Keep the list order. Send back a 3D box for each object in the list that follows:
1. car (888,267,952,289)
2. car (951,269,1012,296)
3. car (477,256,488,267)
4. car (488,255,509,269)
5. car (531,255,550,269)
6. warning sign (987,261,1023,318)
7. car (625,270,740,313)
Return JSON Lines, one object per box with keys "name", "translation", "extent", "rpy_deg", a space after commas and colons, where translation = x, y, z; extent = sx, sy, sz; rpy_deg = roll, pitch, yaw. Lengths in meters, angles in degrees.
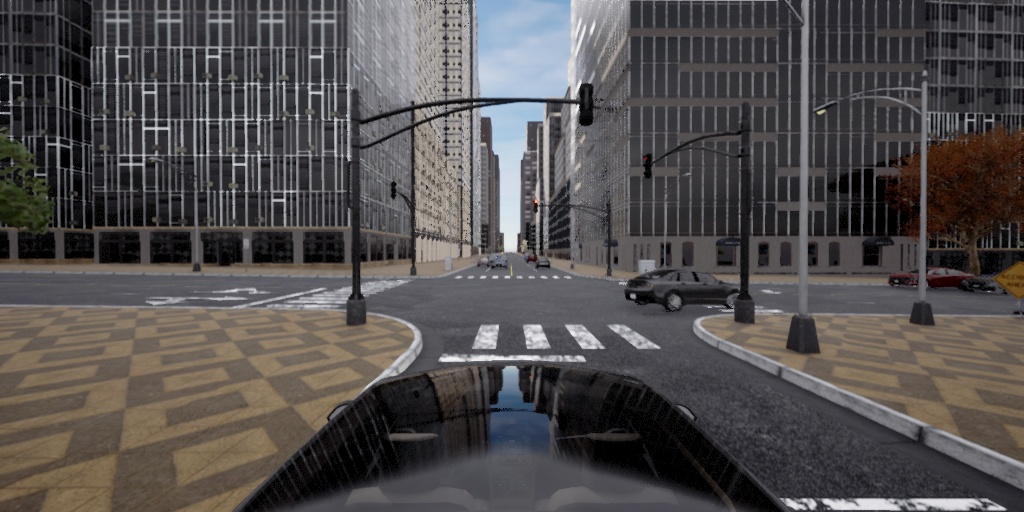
{"name": "car", "translation": [29.720, 1.558, 25.496], "extent": [5.008, 1.535, 1.882], "rpy_deg": [1, 1, -3]}
{"name": "car", "translation": [30.728, 1.694, 22.290], "extent": [4.181, 1.385, 1.994], "rpy_deg": [1, 1, -3]}
{"name": "car", "translation": [-4.053, 0.866, 51.485], "extent": [1.802, 1.307, 4.207], "rpy_deg": [0, 0, 0]}
{"name": "car", "translation": [-1.541, 0.925, 43.826], "extent": [1.994, 1.385, 4.181], "rpy_deg": [0, 1, 0]}
{"name": "car", "translation": [3.903, 0.905, 45.997], "extent": [1.948, 1.339, 4.313], "rpy_deg": [0, 0, 0]}
{"name": "warning sign", "translation": [17.269, 1.104, 12.204], "extent": [1.060, 1.860, 1.300], "rpy_deg": [0, 0, -3]}
{"name": "car", "translation": [6.782, 1.282, 13.970], "extent": [4.892, 1.490, 1.837], "rpy_deg": [1, -2, -18]}
